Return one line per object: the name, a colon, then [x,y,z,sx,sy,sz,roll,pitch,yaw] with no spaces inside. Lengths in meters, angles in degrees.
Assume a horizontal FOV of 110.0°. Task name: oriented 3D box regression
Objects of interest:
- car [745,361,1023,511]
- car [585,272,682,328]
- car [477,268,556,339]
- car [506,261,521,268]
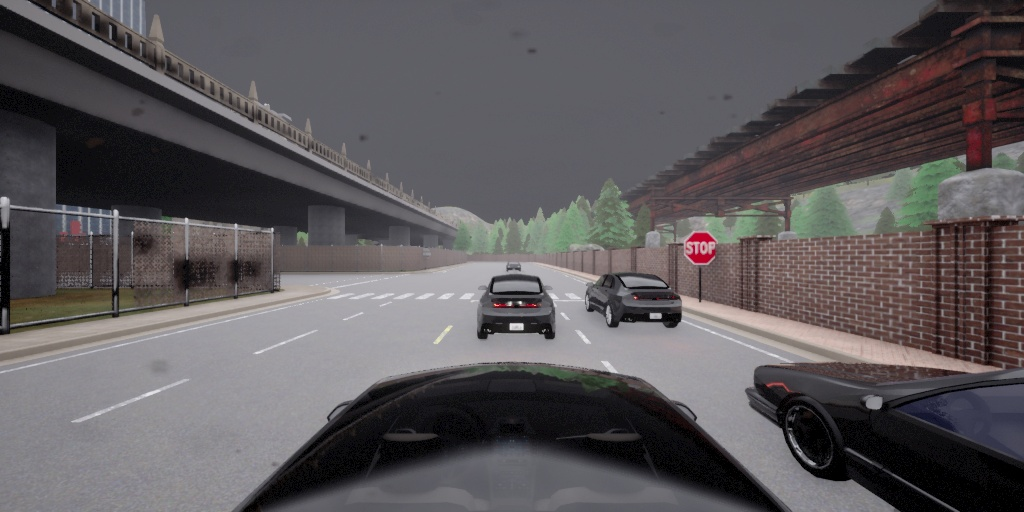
car: [3.600,1.297,1.640,2.033,1.411,5.357,0,0,0]
car: [3.603,1.255,11.386,1.837,1.490,4.892,0,0,0]
car: [0.101,1.255,10.028,1.837,1.490,4.892,0,0,0]
car: [0.196,1.351,46.310,1.895,1.301,4.718,0,0,-1]
